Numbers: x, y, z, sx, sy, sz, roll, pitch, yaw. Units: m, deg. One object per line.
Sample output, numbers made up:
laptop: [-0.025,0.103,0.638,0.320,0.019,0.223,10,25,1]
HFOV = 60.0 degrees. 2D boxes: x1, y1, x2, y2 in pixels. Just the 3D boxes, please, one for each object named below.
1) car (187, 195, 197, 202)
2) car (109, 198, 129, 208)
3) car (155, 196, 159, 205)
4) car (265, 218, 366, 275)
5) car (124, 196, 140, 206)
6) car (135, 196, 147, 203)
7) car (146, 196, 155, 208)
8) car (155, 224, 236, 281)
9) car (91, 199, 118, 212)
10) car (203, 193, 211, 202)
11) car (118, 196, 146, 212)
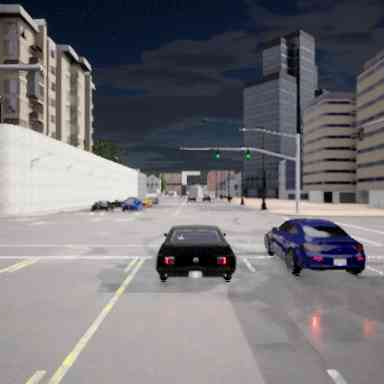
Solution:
car: [-0.001,1.410,80.173,2.097,1.767,4.553,0,0,0]
car: [-10.592,1.633,48.400,1.895,1.301,4.718,0,0,0]
car: [-7.045,1.532,59.821,2.128,1.511,4.902,0,0,1]
car: [3.593,1.533,10.362,1.812,1.442,4.674,0,0,0]
car: [-10.555,1.544,58.551,1.837,1.490,4.892,0,0,0]
car: [-10.501,1.568,68.709,1.812,1.442,4.674,0,0,0]
car: [-7.085,1.511,49.385,1.882,1.535,5.008,0,0,0]
car: [0.092,1.608,9.852,1.895,1.301,4.718,0,0,0]
car: [-10.592,1.590,39.640,1.994,1.385,4.181,0,0,0]
car: [3.499,1.555,80.102,1.837,1.490,4.892,0,0,0]
car: [-7.092,1.505,39.927,1.882,1.535,5.008,0,0,0]
